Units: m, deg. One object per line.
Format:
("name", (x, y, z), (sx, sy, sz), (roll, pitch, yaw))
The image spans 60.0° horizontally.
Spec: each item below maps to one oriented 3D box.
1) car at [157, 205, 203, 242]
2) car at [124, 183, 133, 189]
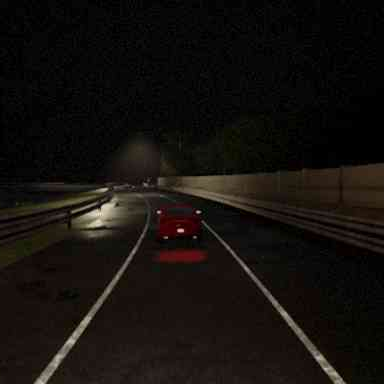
("car", (-0.612, 1.322, 15.548), (1.882, 1.535, 5.008), (0, 1, -4))
("car", (-17.140, -1.533, 90.068), (2.128, 1.511, 4.902), (0, 2, -13))
